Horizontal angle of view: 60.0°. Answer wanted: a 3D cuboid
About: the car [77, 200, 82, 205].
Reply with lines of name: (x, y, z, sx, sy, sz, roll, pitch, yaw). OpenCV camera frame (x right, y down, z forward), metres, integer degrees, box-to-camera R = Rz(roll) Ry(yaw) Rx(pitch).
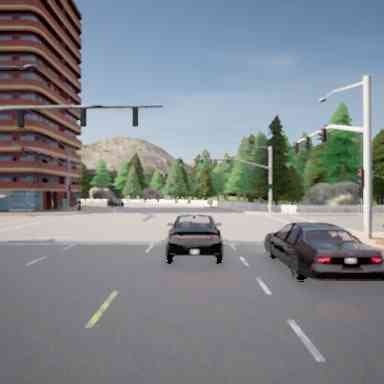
car: (-24.441, 2.006, 68.122, 4.181, 1.385, 1.994, 0, 0, 31)

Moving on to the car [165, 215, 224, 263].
car: (0.088, 1.574, 12.253, 2.128, 1.511, 4.902, 0, 0, 0)

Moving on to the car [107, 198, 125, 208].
car: (-13.129, 1.884, 57.128, 1.837, 1.490, 4.892, 1, -1, -34)

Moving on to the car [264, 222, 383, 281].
car: (3.585, 1.615, 10.003, 2.033, 1.411, 5.357, 0, 0, 0)
